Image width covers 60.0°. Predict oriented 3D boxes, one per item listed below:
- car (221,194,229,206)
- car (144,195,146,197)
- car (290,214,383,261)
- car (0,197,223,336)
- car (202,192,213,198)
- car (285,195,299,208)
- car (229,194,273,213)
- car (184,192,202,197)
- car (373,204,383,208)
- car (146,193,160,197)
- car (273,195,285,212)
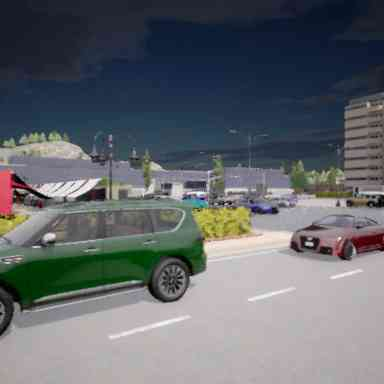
[{"bbox_3d":[7.560,1.347,58.838,1.970,1.475,3.806,0,0,-35],"label":"car"},{"bbox_3d":[-8.618,1.366,47.433,1.784,1.438,3.905,0,0,-35],"label":"car"},{"bbox_3d":[5.527,1.534,12.205,4.181,1.385,1.994,0,0,-35],"label":"car"},{"bbox_3d":[-2.248,1.218,6.682,5.566,2.045,2.150,0,0,-36],"label":"car"},{"bbox_3d":[2.125,1.090,76.303,1.932,1.855,4.605,0,0,-35],"label":"car"},{"bbox_3d":[11.527,1.362,43.167,1.970,1.475,3.806,0,0,-35],"label":"car"},{"bbox_3d":[6.991,1.134,39.918,1.932,1.855,4.605,0,0,-35],"label":"car"},{"bbox_3d":[-0.274,1.100,74.683,1.905,1.878,3.866,0,0,-35],"label":"car"},{"bbox_3d":[11.252,1.444,16.198,4.902,1.511,2.128,0,0,-36],"label":"car"},{"bbox_3d":[-6.212,1.148,49.046,1.932,1.855,4.605,0,0,-35],"label":"car"},{"bbox_3d":[9.158,1.338,41.502,1.784,1.438,3.905,0,0,-35],"label":"car"}]
